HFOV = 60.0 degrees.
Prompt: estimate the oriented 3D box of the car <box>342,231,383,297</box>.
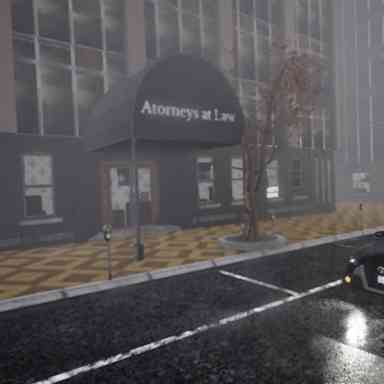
[{"bbox_3d":[5.012,1.303,6.969,4.181,1.385,1.994,-2,1,-36],"label":"car"}]
